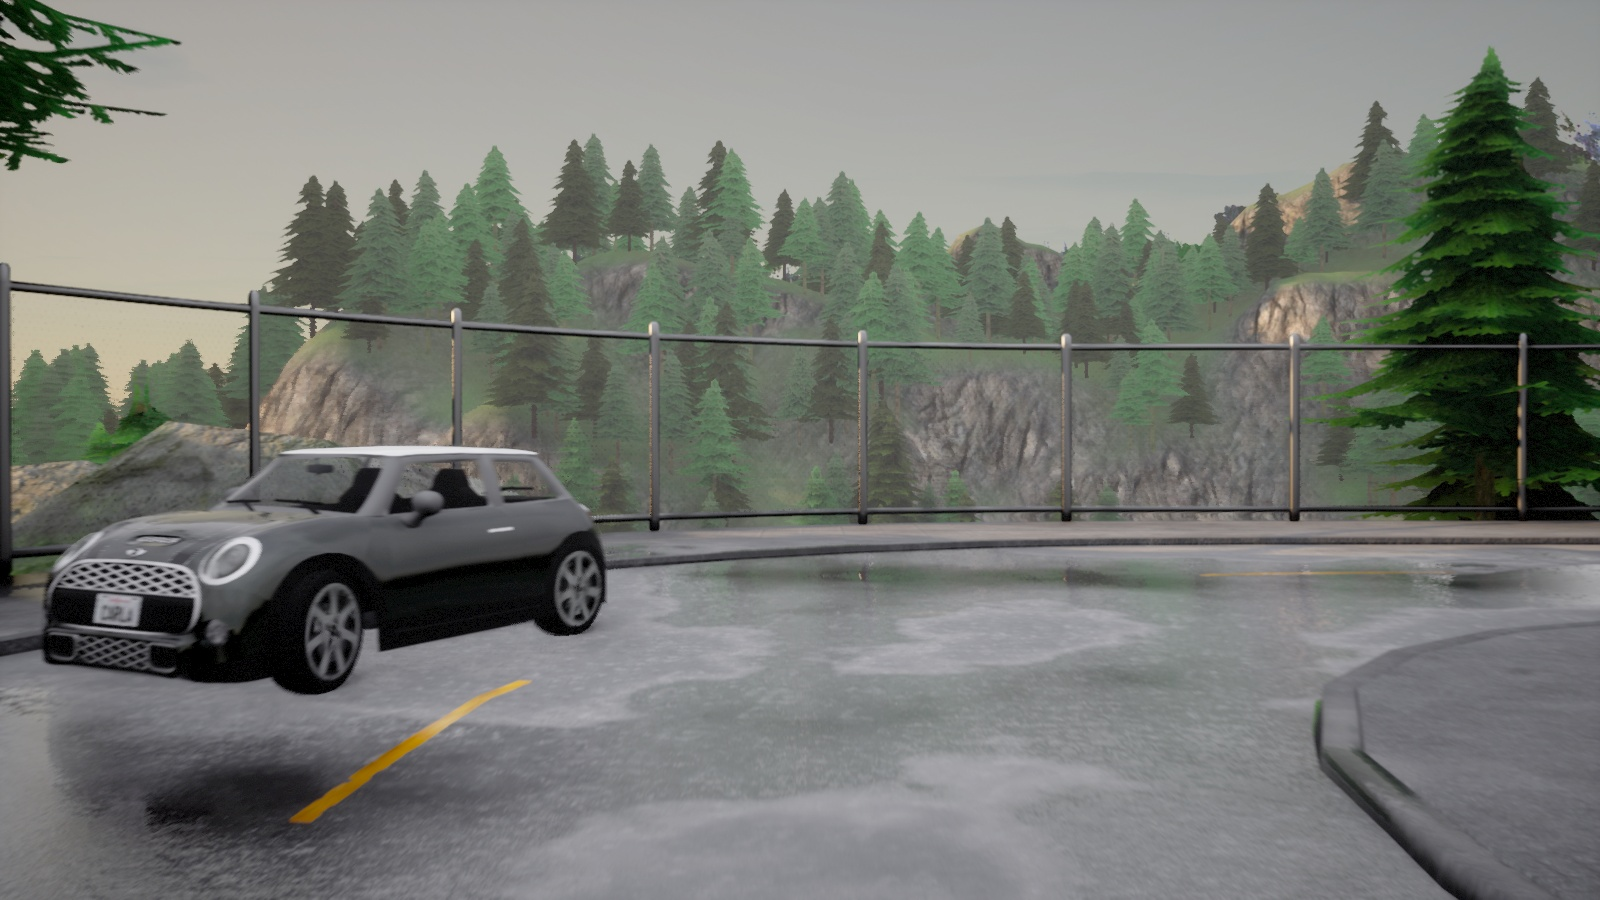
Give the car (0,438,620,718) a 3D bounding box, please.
[{"bbox_3d":[-3.152,0.662,8.757,1.970,1.475,3.806,0,0,26],"label":"car"}]
